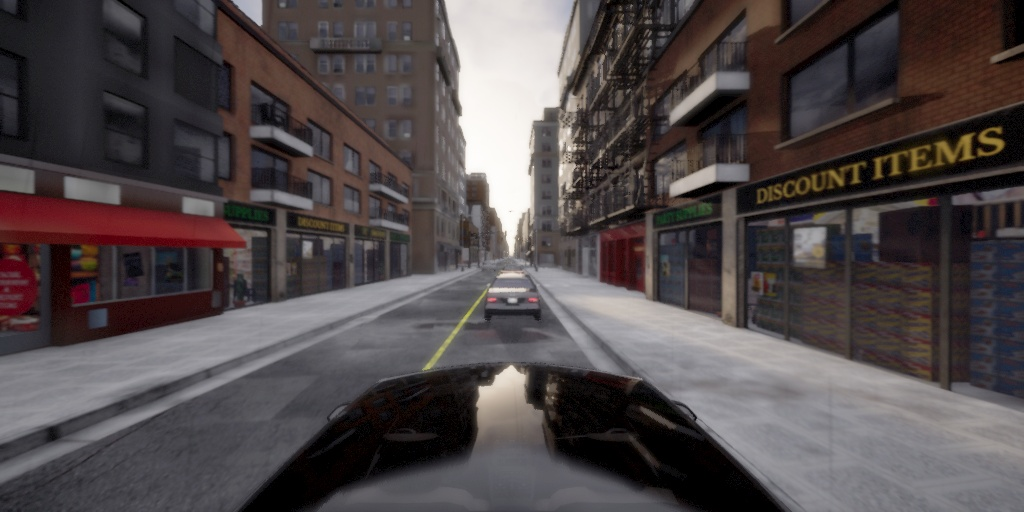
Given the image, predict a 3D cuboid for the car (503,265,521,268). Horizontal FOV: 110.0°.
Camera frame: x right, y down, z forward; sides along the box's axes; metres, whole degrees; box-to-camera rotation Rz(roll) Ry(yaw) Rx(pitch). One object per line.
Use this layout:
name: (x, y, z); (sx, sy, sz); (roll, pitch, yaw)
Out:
car: (0.030, 1.434, 30.079); (1.895, 1.301, 4.718); (0, 0, 0)

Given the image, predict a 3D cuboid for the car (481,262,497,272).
car: (-3.117, 1.480, 48.965); (1.895, 1.301, 4.718); (0, 0, 0)

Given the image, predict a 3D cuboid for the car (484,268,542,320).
car: (0.033, 1.327, 12.779); (2.033, 1.411, 5.357); (0, 0, 0)
